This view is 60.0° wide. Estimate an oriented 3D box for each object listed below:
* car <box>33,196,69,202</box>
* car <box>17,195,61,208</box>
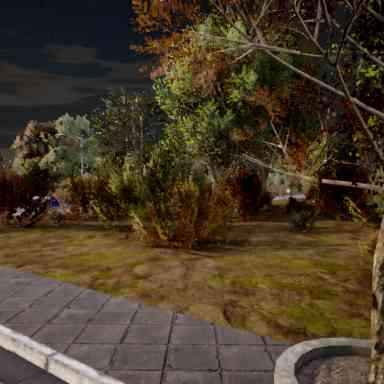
[{"bbox_3d":[-17.572,1.245,41.306,1.882,1.535,5.008,0,0,32],"label":"car"},{"bbox_3d":[-20.087,1.220,43.881,1.882,1.535,5.008,0,0,32],"label":"car"}]
